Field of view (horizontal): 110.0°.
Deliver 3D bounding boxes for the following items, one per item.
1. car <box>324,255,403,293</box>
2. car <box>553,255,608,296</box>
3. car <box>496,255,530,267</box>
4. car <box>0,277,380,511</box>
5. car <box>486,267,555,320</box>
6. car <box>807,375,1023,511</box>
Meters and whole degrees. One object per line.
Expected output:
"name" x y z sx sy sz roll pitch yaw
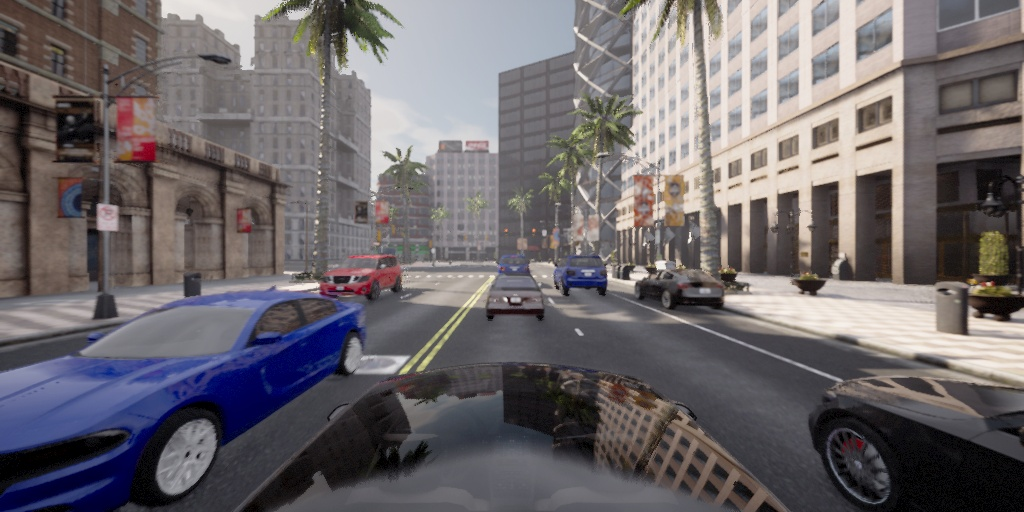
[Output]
"car" -7.096 0.957 17.590 2.150 2.045 5.566 0 0 0
"car" 3.583 0.962 19.577 2.150 2.045 5.566 0 0 0
"car" 0.092 0.958 25.052 2.150 2.045 5.566 0 0 -2
"car" -3.598 1.224 4.580 1.882 1.535 5.008 0 0 0
"car" 0.097 1.290 12.607 2.033 1.411 5.357 0 0 0
"car" 3.617 1.278 1.294 1.812 1.442 4.674 0 0 0
